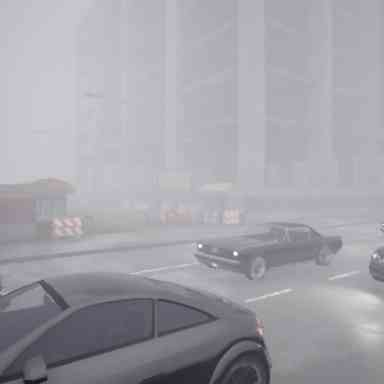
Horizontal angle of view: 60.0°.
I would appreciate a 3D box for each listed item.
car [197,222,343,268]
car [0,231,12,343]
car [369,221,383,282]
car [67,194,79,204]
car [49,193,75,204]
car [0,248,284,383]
[{"bbox_3d":[2.399,1.597,9.988,4.718,1.301,1.895,0,0,-35],"label":"car"},{"bbox_3d":[-5.344,1.493,4.477,4.902,1.511,2.128,0,0,-36],"label":"car"},{"bbox_3d":[6.467,1.520,8.579,4.674,1.442,1.812,0,0,-35],"label":"car"},{"bbox_3d":[-20.807,1.104,55.375,3.866,1.878,1.905,0,0,-36],"label":"car"},{"bbox_3d":[-22.532,1.104,57.757,3.866,1.878,1.905,0,0,-36],"label":"car"},{"bbox_3d":[-1.205,1.564,3.128,4.181,1.385,1.994,0,0,-35],"label":"car"}]
